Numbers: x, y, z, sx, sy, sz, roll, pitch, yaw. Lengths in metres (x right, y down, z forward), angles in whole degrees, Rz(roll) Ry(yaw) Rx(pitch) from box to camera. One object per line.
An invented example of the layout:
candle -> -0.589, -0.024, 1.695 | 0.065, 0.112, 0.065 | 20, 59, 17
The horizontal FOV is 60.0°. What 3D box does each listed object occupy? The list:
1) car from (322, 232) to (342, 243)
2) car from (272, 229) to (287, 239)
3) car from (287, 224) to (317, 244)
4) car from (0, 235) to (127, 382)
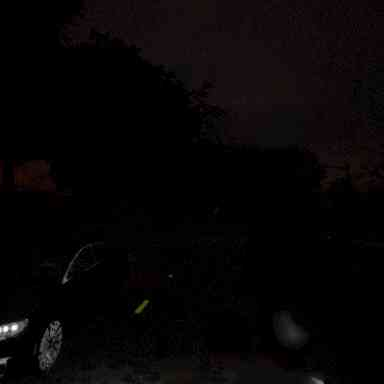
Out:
car -> 21.905, 7.111, 51.920 | 1.837, 1.490, 4.892 | -3, -10, 41
car -> 12.420, 5.716, 45.108 | 1.994, 1.385, 4.181 | -2, -9, 37
car -> 9.572, 3.469, 28.264 | 1.970, 1.475, 3.806 | 0, -6, 24
car -> -2.549, 1.582, 5.863 | 2.128, 1.511, 4.902 | 3, -2, 6
